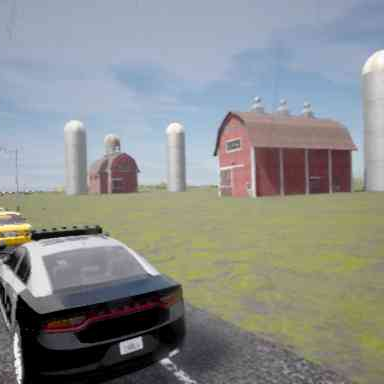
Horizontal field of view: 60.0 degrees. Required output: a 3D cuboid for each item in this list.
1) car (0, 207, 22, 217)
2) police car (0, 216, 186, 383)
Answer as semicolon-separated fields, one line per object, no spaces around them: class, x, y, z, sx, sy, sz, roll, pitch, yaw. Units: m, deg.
car;-7.879;1.468;13.856;1.801;1.575;5.366;-2;1;-35
police car;-2.114;1.404;5.587;1.930;1.638;5.238;-2;1;-35
